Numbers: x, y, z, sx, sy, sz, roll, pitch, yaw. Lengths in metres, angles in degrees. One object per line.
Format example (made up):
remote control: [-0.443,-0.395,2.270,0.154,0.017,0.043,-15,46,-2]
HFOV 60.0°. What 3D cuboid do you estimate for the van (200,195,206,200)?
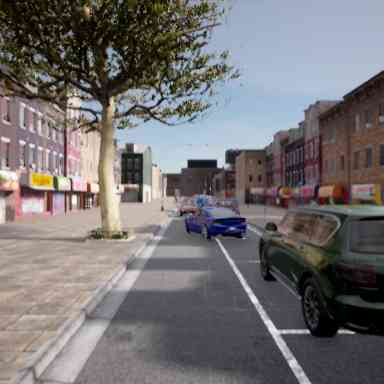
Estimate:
van: [2.254,1.458,41.501,1.690,1.788,3.998,1,0,-1]

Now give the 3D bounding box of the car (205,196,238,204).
car: [2.414,1.386,24.879,2.192,1.841,5.009,1,0,-1]

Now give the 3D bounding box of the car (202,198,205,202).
car: [2.305,1.646,35.960,1.887,1.381,4.507,1,0,-1]

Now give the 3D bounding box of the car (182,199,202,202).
car: [-0.244,1.696,33.302,1.895,1.301,4.718,0,0,0]

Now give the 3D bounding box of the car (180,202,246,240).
car: [1.058,1.528,17.533,1.882,1.535,5.008,0,0,-19]

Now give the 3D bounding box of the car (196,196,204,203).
car: [1.877,1.797,80.283,1.887,1.381,4.507,1,0,-1]

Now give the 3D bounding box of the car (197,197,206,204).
car: [1.983,1.734,69.372,1.752,1.417,4.829,1,0,-1]

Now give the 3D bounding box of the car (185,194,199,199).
car: [-0.418,1.502,52.569,2.097,1.767,4.553,0,0,0]

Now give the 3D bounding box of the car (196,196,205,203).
car: [1.932,1.670,74.742,1.967,1.590,4.097,1,0,-1]

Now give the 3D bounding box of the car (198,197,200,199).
car: [2.198,1.699,47.041,1.947,1.339,4.313,1,0,-1]

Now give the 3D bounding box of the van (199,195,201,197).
van: [2.040,1.528,63.662,1.690,1.788,3.998,1,0,-1]

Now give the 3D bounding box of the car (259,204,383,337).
car: [2.919,1.248,6.813,2.150,2.045,5.566,0,0,-1]
